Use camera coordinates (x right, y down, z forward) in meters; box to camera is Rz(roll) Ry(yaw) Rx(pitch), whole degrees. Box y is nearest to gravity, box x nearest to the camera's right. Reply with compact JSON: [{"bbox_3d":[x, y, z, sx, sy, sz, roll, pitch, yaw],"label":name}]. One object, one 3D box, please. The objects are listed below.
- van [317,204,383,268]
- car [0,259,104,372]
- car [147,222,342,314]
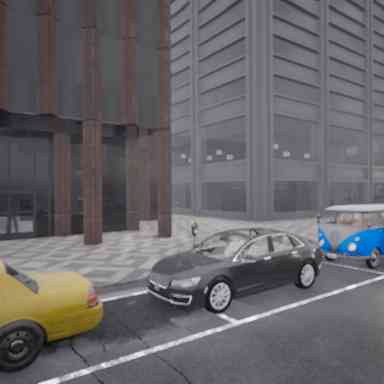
[{"bbox_3d":[5.714,1.290,10.721,3.998,1.788,1.690,0,0,-35],"label":"van"},{"bbox_3d":[-3.604,1.528,4.082,4.829,1.417,1.752,0,0,-35],"label":"car"},{"bbox_3d":[1.125,1.526,7.450,4.403,1.369,2.008,0,0,-35],"label":"car"}]
